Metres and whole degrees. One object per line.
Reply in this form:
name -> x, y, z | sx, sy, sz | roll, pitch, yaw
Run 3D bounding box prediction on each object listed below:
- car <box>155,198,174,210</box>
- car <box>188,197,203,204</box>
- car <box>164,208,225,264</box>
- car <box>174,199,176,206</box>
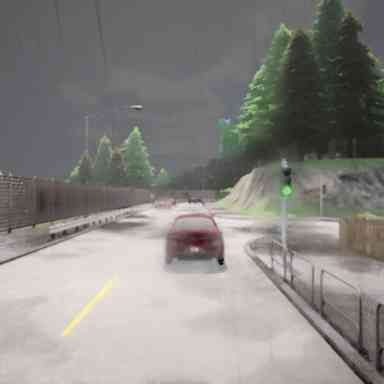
car -> -4.083, 1.593, 47.519 | 2.097, 1.767, 4.553 | 0, 0, 0
car -> 0.844, 1.881, 75.191 | 1.837, 1.490, 4.892 | 0, 0, 26
car -> 0.099, 1.540, 12.137 | 1.882, 1.535, 5.008 | 0, 0, 0
car -> -4.029, 1.843, 62.681 | 1.812, 1.442, 4.674 | 0, 0, 1
